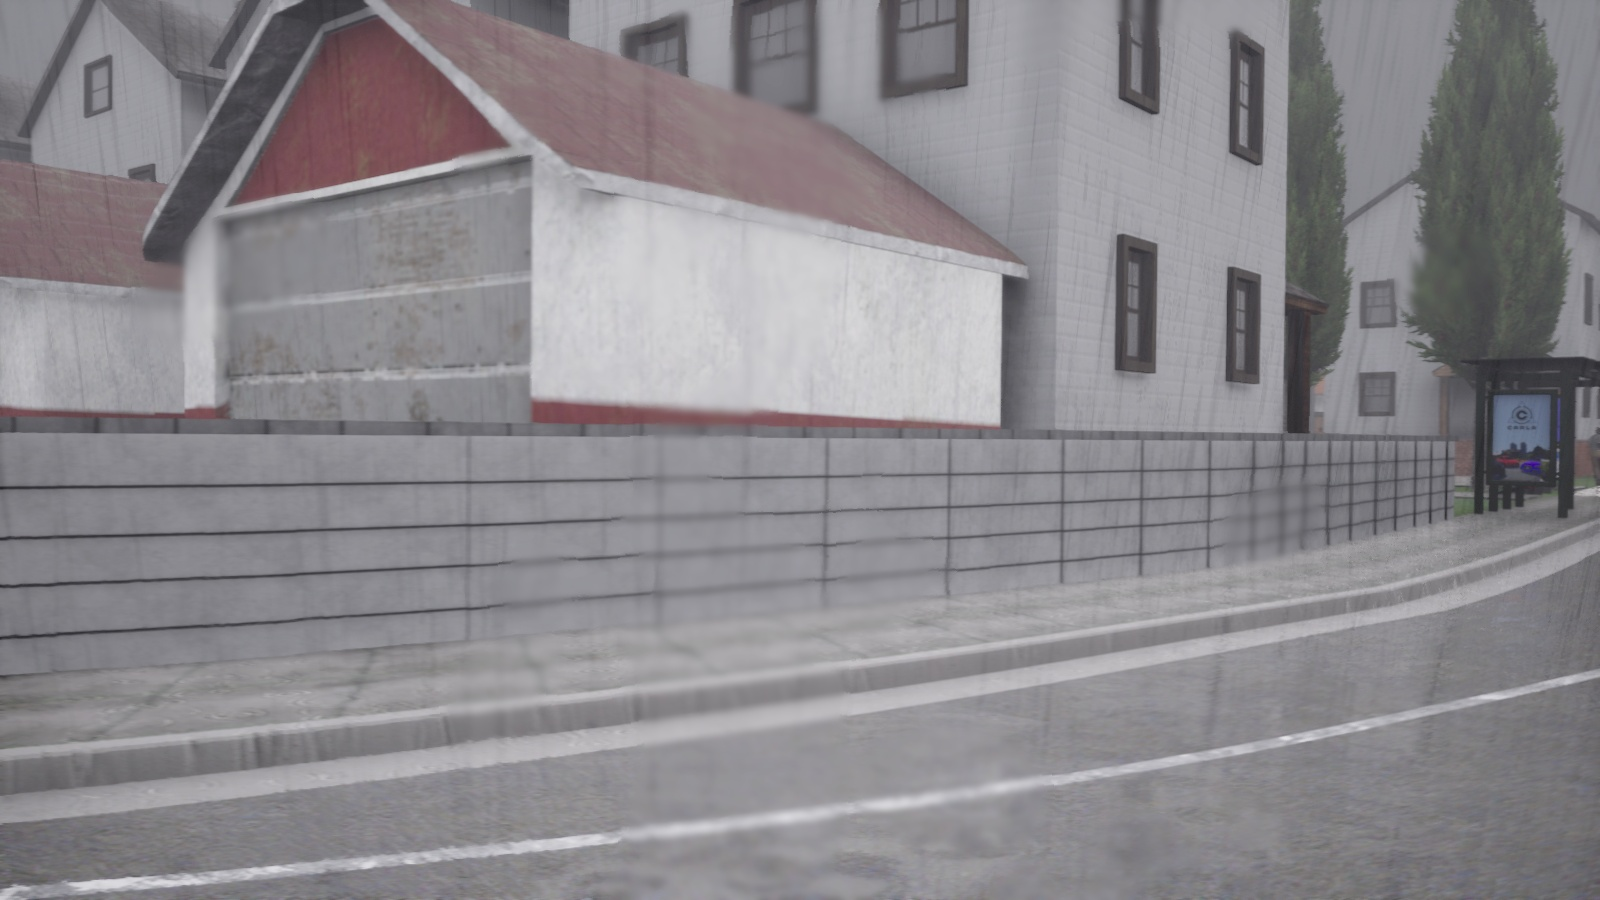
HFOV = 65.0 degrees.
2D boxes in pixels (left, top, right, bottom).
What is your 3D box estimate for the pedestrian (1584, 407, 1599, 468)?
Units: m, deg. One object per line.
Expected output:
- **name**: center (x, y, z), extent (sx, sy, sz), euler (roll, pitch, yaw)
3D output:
- **pedestrian**: center (24.291, -0.381, 38.301), extent (0.540, 1.848, 0.694), euler (0, 1, 39)
